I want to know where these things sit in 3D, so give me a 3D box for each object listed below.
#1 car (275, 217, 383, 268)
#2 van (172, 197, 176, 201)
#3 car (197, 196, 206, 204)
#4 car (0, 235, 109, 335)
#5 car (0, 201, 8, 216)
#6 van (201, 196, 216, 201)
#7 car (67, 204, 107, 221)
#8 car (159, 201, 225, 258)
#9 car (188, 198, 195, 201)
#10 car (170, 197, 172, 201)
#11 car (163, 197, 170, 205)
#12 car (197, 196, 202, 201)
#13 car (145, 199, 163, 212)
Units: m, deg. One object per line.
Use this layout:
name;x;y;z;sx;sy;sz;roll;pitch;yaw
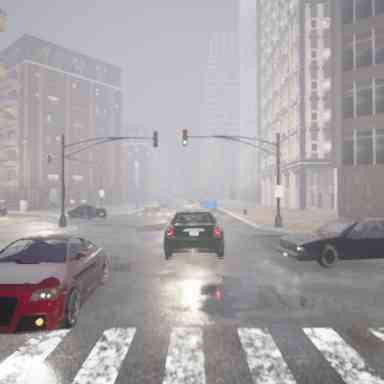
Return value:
car;5.588;1.554;11.069;5.357;1.411;2.033;-1;0;-9
van;-5.422;2.007;79.041;1.690;1.788;3.998;0;-1;0
car;2.448;2.038;84.606;2.192;1.841;5.009;0;-1;0
car;-3.040;1.613;6.850;1.994;1.385;4.181;0;0;-2
car;-23.174;1.687;38.065;5.566;2.045;2.150;-1;-1;40
van;2.506;1.695;45.740;1.690;1.788;3.998;0;-1;0
car;-9.571;1.811;30.310;4.674;1.442;1.812;-2;-1;41
car;0.064;1.424;13.209;2.097;1.767;4.553;-1;0;0
car;-0.121;2.220;86.363;1.882;1.535;5.008;0;-1;0
car;-5.399;2.071;62.384;1.947;1.339;4.313;0;-1;0
car;-5.391;1.894;56.833;1.967;1.590;4.097;0;-1;0
car;2.473;2.103;67.946;1.887;1.381;4.507;0;-1;0
car;-5.375;1.878;45.557;1.752;1.417;4.829;0;0;0
